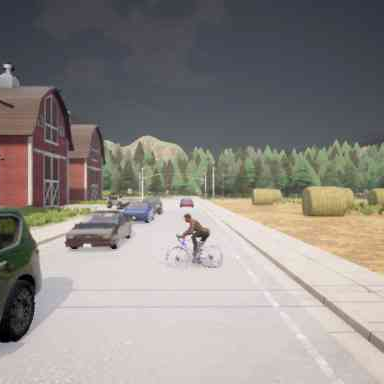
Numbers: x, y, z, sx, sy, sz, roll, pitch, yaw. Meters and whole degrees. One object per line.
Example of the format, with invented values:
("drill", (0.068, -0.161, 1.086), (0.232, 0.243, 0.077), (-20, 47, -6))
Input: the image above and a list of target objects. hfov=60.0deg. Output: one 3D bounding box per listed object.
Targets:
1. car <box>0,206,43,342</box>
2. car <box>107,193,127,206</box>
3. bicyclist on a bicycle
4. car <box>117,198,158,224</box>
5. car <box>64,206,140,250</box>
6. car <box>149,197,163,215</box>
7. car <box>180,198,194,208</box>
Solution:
("car", (-3.628, 1.224, 3.538), (2.150, 2.045, 5.566), (0, 0, -1))
("car", (-8.353, 1.141, 38.914), (1.905, 1.878, 3.866), (8, -4, -43))
("bicyclist on a bicycle", (0.055, 1.444, 9.637), (1.656, 1.620, 0.582), (-2, 0, -1))
("car", (-3.956, 1.476, 24.814), (1.882, 1.535, 5.008), (0, 0, -1))
("car", (-3.833, 1.546, 14.697), (2.033, 1.411, 5.357), (0, 0, -1))
("car", (-4.094, 1.349, 33.794), (2.097, 1.767, 4.553), (0, 0, -1))
("car", (-0.767, 1.558, 48.753), (1.994, 1.385, 4.181), (0, 0, -1))
